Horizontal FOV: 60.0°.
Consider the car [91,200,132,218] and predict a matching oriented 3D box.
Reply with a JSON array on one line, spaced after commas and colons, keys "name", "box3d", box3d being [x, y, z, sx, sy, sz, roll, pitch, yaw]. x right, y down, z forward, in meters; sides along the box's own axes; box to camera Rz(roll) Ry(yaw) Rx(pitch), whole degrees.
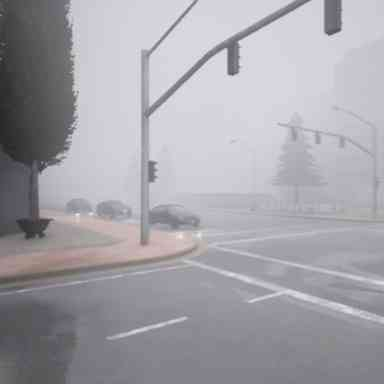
[{"name": "car", "box3d": [-7.120, 1.524, 30.341, 2.128, 1.511, 4.902, 0, 0, -36]}]

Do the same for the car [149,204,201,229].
[{"name": "car", "box3d": [-1.314, 1.559, 22.278, 1.812, 1.442, 4.674, 0, 0, -36]}]

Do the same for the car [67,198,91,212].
[{"name": "car", "box3d": [-13.159, 1.538, 38.755, 1.837, 1.490, 4.892, 0, 0, -36]}]
